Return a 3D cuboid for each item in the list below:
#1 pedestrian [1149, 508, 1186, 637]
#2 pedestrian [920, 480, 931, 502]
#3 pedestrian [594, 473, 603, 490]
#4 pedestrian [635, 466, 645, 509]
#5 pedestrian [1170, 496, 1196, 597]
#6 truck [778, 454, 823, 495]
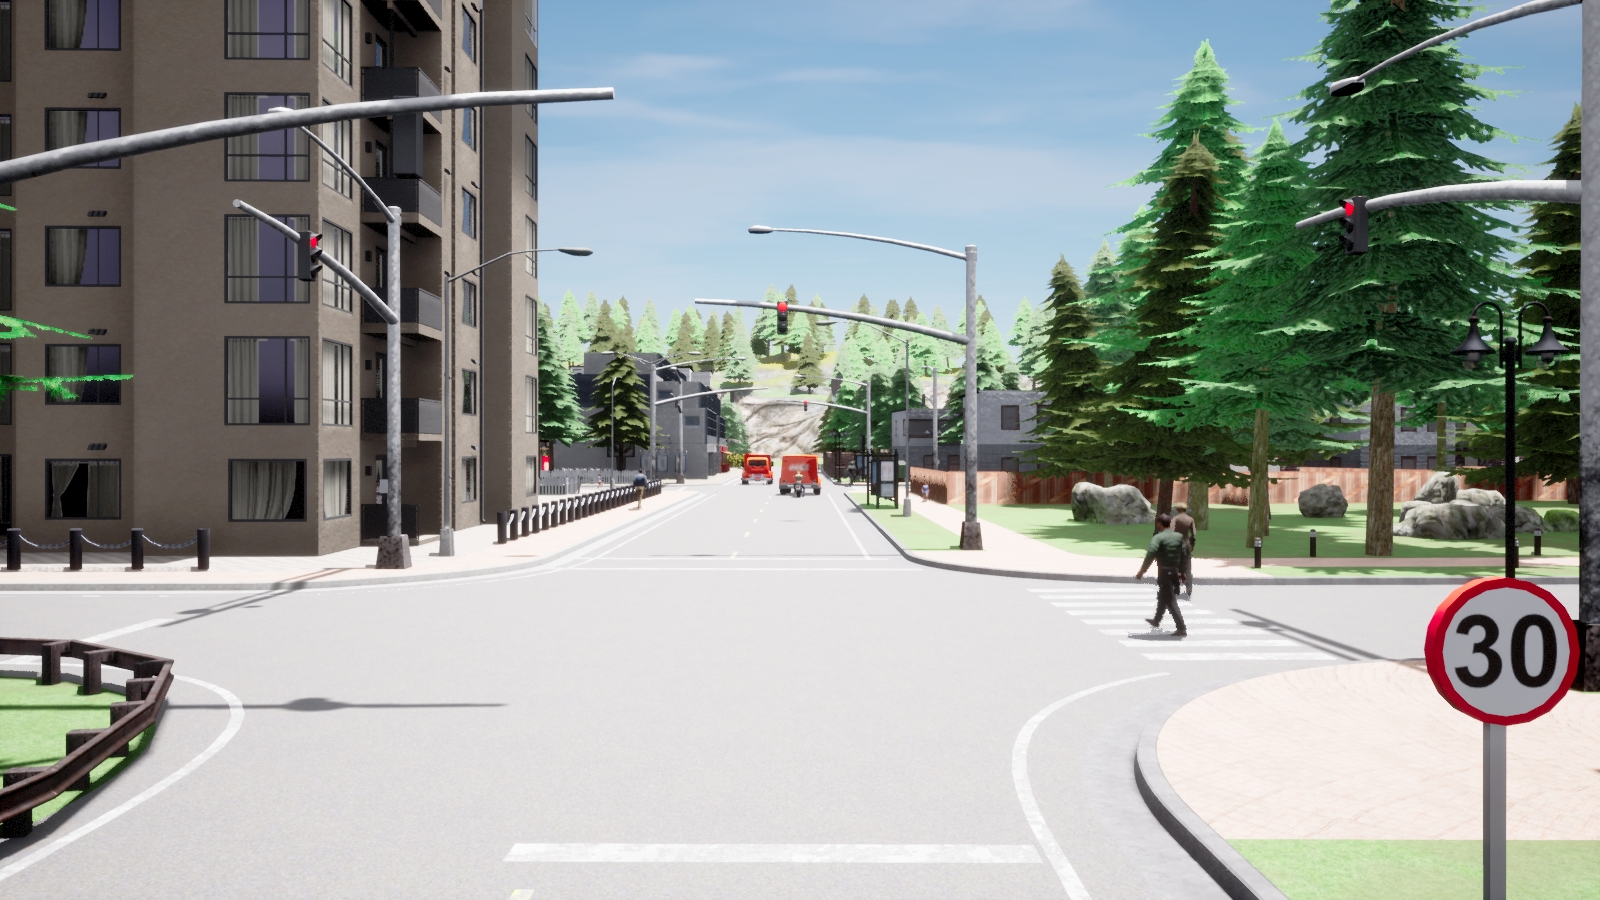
[{"bbox_3d":[5.448,1.807,16.948,0.375,1.860,0.375,0,0,-22],"label":"pedestrian"},{"bbox_3d":[6.179,2.024,56.332,0.500,1.100,0.500,0,0,1],"label":"pedestrian"},{"bbox_3d":[-13.108,2.028,74.387,0.500,1.100,0.500,0,0,0],"label":"pedestrian"},{"bbox_3d":[-7.003,1.647,50.121,0.375,1.860,0.375,0,0,1],"label":"pedestrian"},{"bbox_3d":[7.178,1.802,21.436,0.375,1.860,0.375,0,0,3],"label":"pedestrian"},{"bbox_3d":[0.071,1.506,71.518,2.627,2.467,5.204,0,0,3],"label":"truck"}]
